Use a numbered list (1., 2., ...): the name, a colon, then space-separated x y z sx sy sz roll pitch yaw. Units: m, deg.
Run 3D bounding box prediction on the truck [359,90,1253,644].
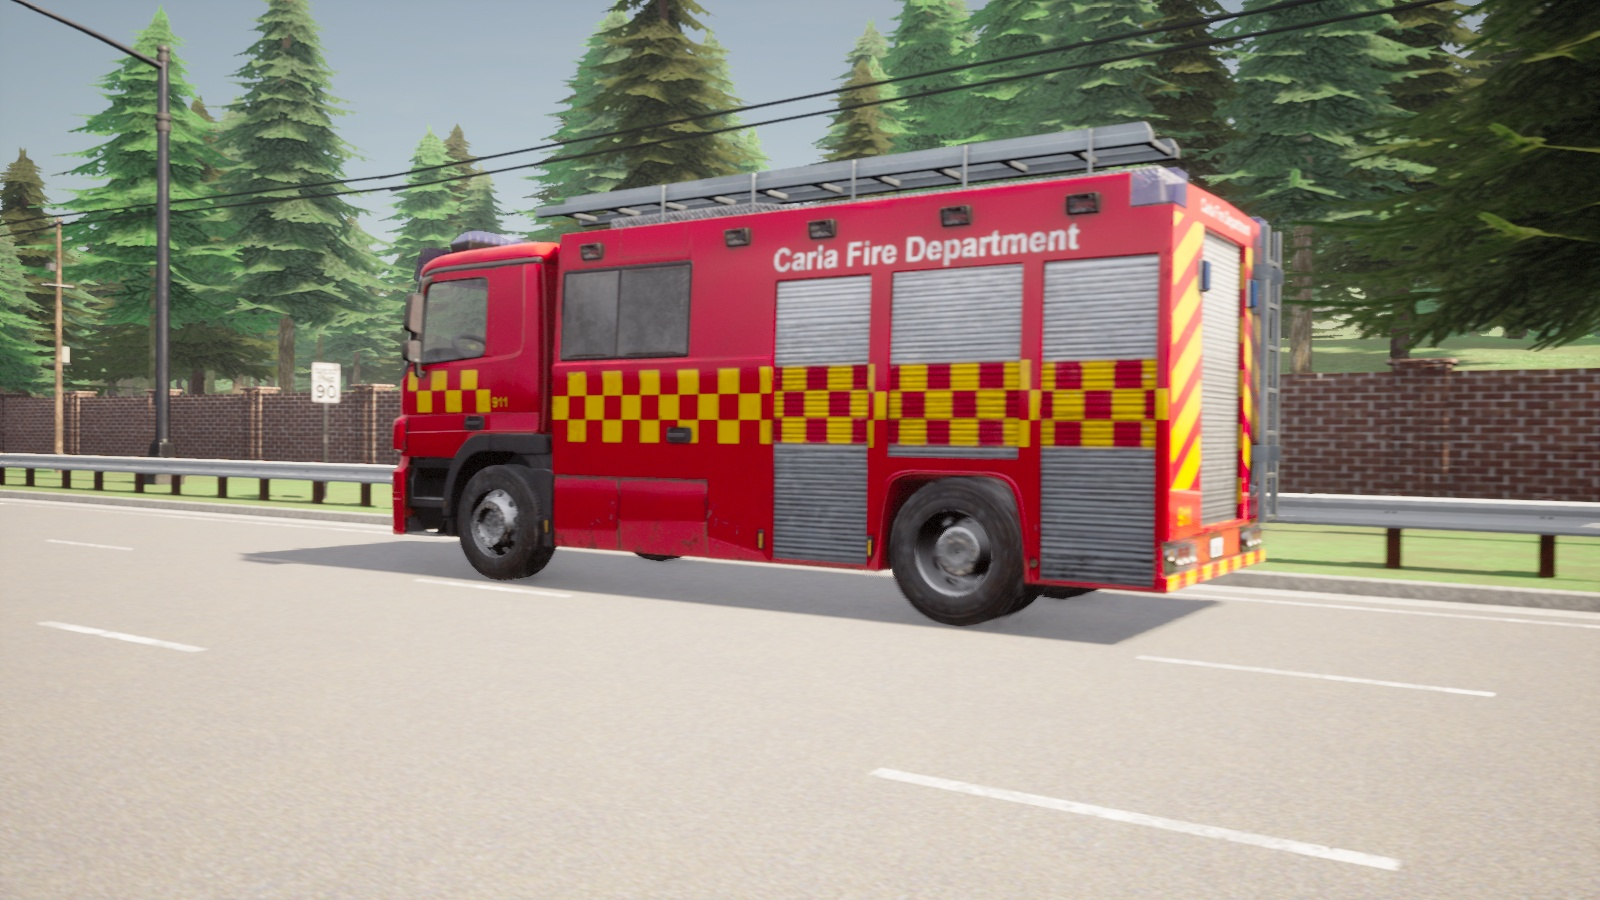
1. truck: -0.335 -0.586 12.220 8.468 3.827 2.891 0 1 33
